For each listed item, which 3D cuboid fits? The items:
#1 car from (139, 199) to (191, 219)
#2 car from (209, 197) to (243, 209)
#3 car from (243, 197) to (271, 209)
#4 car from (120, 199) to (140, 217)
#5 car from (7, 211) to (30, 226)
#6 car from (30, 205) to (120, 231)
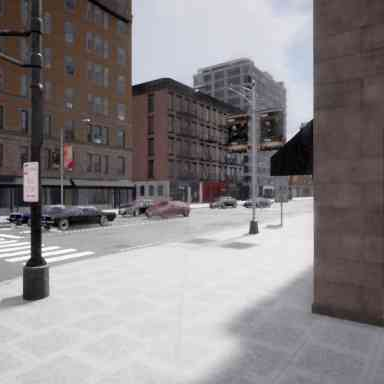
[{"bbox_3d":[-1.917,1.434,27.931,1.812,1.442,4.674,0,0,35],"label":"car"},{"bbox_3d":[3.972,1.339,41.926,2.128,1.511,4.902,0,1,35],"label":"car"},{"bbox_3d":[8.360,1.380,42.485,2.033,1.411,5.357,0,0,36],"label":"car"},{"bbox_3d":[-4.458,1.405,29.967,2.128,1.511,4.902,0,0,35],"label":"car"},{"bbox_3d":[-9.737,1.553,22.472,1.895,1.301,4.718,0,0,35],"label":"car"},{"bbox_3d":[-7.081,1.547,20.599,1.895,1.301,4.718,0,0,35],"label":"car"}]
